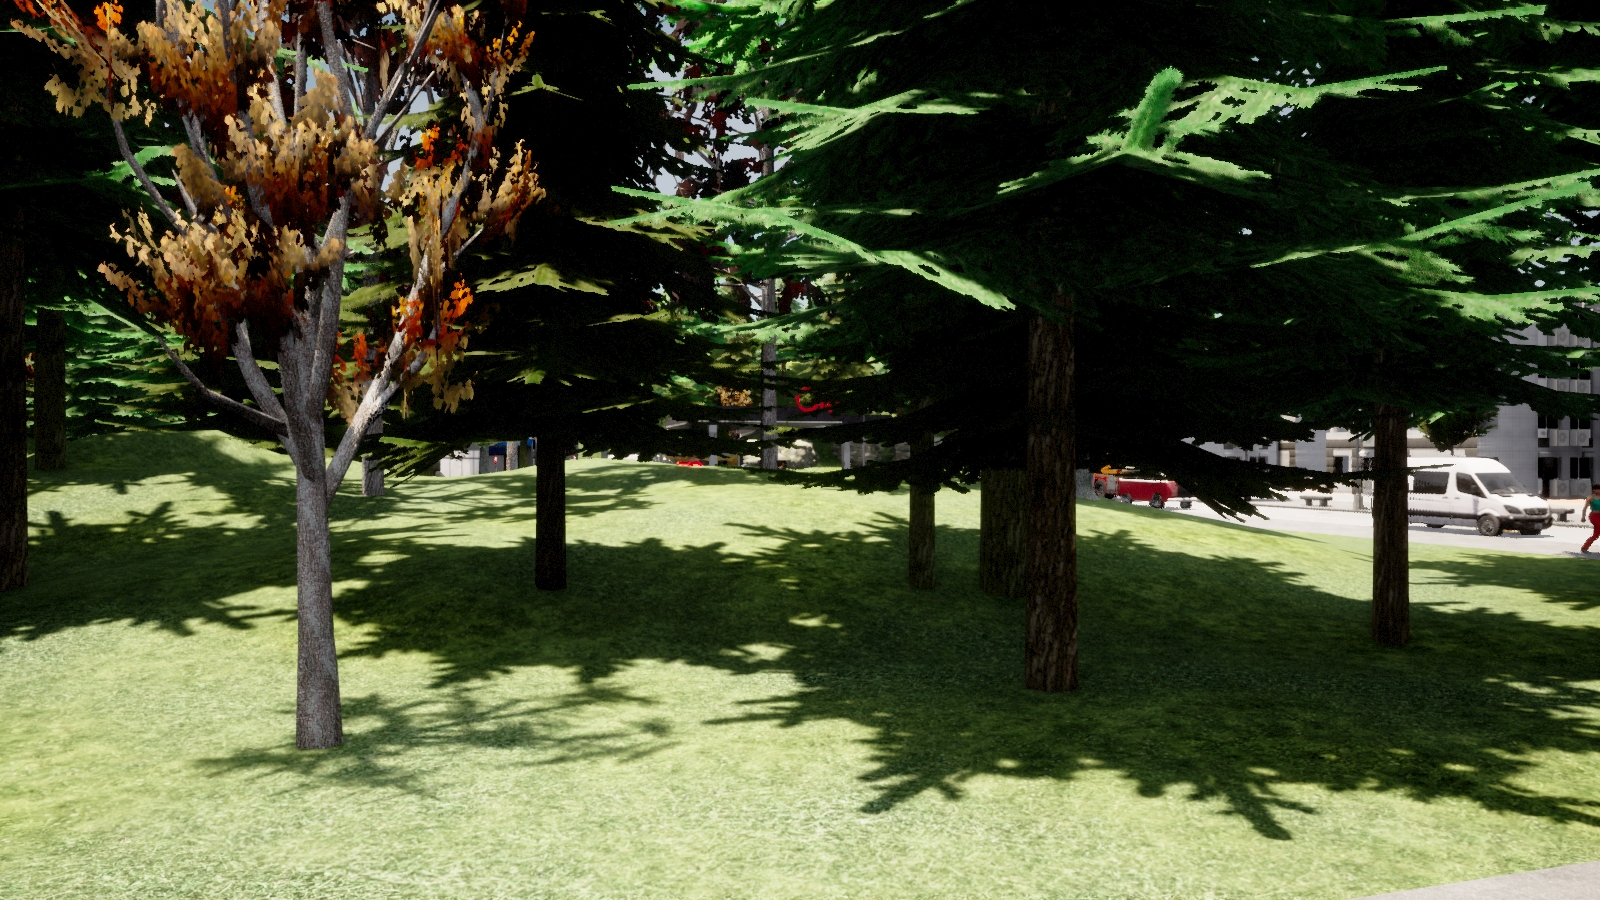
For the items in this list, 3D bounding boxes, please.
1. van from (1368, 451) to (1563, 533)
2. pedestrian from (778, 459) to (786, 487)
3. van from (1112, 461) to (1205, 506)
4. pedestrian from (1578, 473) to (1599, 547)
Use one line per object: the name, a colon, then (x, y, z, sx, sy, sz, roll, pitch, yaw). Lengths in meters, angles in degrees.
van: (22.449, 1.314, 38.928, 1.988, 2.561, 5.915, 0, 0, -18)
pedestrian: (-1.233, 1.525, 76.406, 0.375, 1.860, 0.375, 0, 0, -43)
van: (17.167, 1.564, 54.946, 2.069, 2.038, 4.480, 0, 0, -18)
pedestrian: (20.141, 1.523, 29.111, 0.375, 1.860, 0.375, 0, 0, -17)
